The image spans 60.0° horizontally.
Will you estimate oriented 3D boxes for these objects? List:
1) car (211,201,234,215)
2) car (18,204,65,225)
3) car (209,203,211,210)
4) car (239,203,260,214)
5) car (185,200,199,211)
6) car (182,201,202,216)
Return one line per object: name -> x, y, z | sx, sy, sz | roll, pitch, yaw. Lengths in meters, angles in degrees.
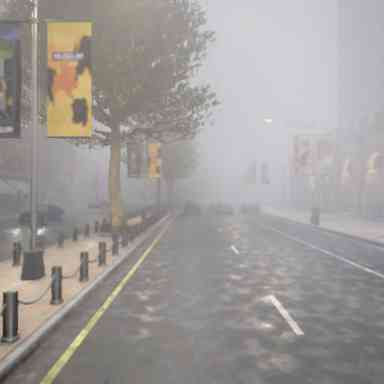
car -> 3.493, 1.850, 37.236 | 1.994, 1.385, 4.181 | 0, 0, 0
car -> -11.597, 1.677, 25.955 | 1.882, 1.535, 5.008 | 0, 0, 0
car -> 3.501, 1.970, 48.195 | 1.895, 1.301, 4.718 | 0, 0, 0
car -> 6.742, 1.898, 39.543 | 1.895, 1.301, 4.718 | 0, 0, 0
car -> 0.002, 1.934, 48.239 | 1.994, 1.385, 4.181 | 0, 0, 0
car -> -0.007, 1.788, 36.883 | 1.837, 1.490, 4.892 | 0, 0, 0
